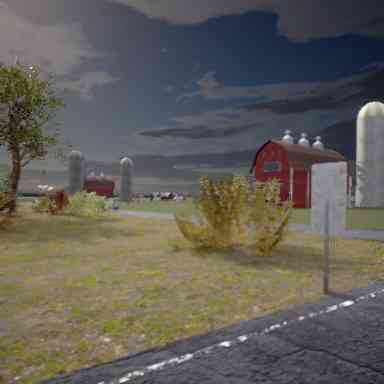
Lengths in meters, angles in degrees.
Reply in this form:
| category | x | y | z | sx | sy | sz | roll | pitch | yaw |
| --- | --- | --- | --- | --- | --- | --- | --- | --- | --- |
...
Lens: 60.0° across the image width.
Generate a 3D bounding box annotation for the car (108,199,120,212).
| category | x | y | z | sx | sy | sz | roll | pitch | yaw |
| --- | --- | --- | --- | --- | --- | --- | --- | --- | --- |
| car | -13.605 | 2.078 | 53.594 | 2.150 | 2.045 | 5.566 | 2 | -2 | -35 |
